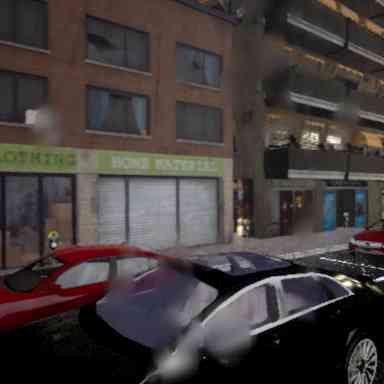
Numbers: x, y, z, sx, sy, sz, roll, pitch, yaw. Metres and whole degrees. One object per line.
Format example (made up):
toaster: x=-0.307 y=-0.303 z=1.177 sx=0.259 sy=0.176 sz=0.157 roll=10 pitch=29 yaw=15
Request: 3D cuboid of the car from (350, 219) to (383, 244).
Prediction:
car: x=7.237 y=1.581 z=11.734 sx=4.206 sy=1.307 sz=1.802 roll=0 pitch=0 yaw=-36

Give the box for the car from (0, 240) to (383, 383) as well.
car: x=0.191 y=1.491 z=3.511 sx=4.902 sy=1.511 sz=2.128 roll=0 pitch=0 yaw=-35

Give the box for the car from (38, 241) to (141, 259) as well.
car: x=-1.755 y=1.545 z=5.318 sx=4.507 sy=1.381 sz=1.887 roll=0 pitch=0 yaw=-36
